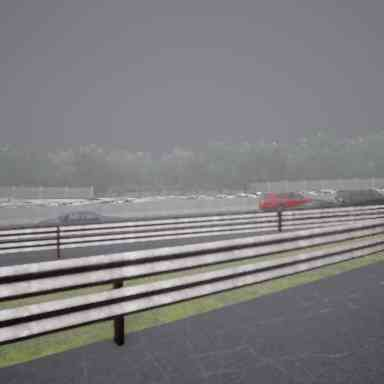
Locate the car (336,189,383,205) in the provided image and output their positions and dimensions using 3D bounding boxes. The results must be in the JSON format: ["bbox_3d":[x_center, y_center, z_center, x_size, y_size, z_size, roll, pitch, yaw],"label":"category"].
[{"bbox_3d":[15.078,0.736,29.093,5.566,2.045,2.150,-2,1,-19],"label":"car"}]

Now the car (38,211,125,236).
[{"bbox_3d":[-7.023,1.934,21.396,5.357,1.411,2.033,-2,1,-19],"label":"car"}]

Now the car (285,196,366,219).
[{"bbox_3d":[9.410,1.296,23.413,4.892,1.490,1.837,-2,1,-19],"label":"car"}]

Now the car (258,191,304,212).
[{"bbox_3d":[8.833,0.922,30.624,5.566,2.045,2.150,-2,1,-19],"label":"car"}]
